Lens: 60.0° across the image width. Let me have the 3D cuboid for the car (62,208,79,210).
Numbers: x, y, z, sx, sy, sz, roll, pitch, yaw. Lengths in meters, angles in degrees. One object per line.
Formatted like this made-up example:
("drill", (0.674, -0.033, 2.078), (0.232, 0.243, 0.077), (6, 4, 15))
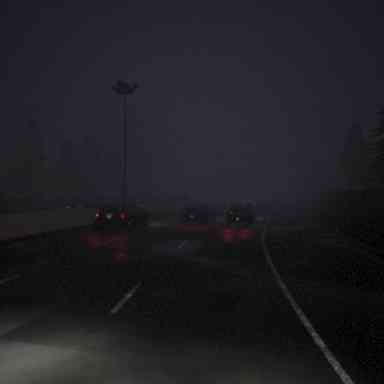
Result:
("car", (-11.495, 1.704, 35.862), (1.895, 1.301, 4.718), (0, 0, 15))

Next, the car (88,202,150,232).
("car", (-4.216, 1.421, 20.855), (2.097, 1.767, 4.553), (0, 0, 13))

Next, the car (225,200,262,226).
("car", (3.668, 1.602, 24.341), (2.128, 1.511, 4.902), (0, 0, 16))

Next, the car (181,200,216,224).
("car", (0.607, 1.583, 25.938), (1.882, 1.535, 5.008), (0, 0, 14))

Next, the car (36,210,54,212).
("car", (-14.927, 1.695, 36.569), (1.895, 1.301, 4.718), (0, 0, 15))

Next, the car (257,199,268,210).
("car", (9.927, 1.752, 47.963), (1.812, 1.442, 4.674), (0, 0, 15))
